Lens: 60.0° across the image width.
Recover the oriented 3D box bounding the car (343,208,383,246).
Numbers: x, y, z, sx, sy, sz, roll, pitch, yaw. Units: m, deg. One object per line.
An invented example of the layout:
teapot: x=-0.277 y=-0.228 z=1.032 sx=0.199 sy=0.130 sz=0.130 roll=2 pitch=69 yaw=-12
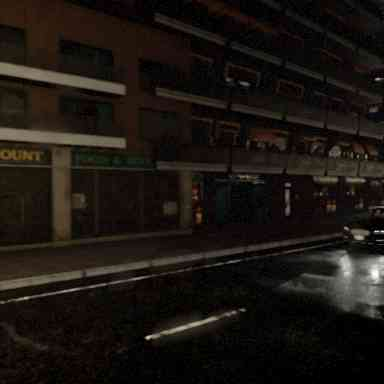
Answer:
car: x=8.148 y=1.412 z=13.814 sx=4.902 sy=1.511 sz=2.128 roll=0 pitch=0 yaw=-37
